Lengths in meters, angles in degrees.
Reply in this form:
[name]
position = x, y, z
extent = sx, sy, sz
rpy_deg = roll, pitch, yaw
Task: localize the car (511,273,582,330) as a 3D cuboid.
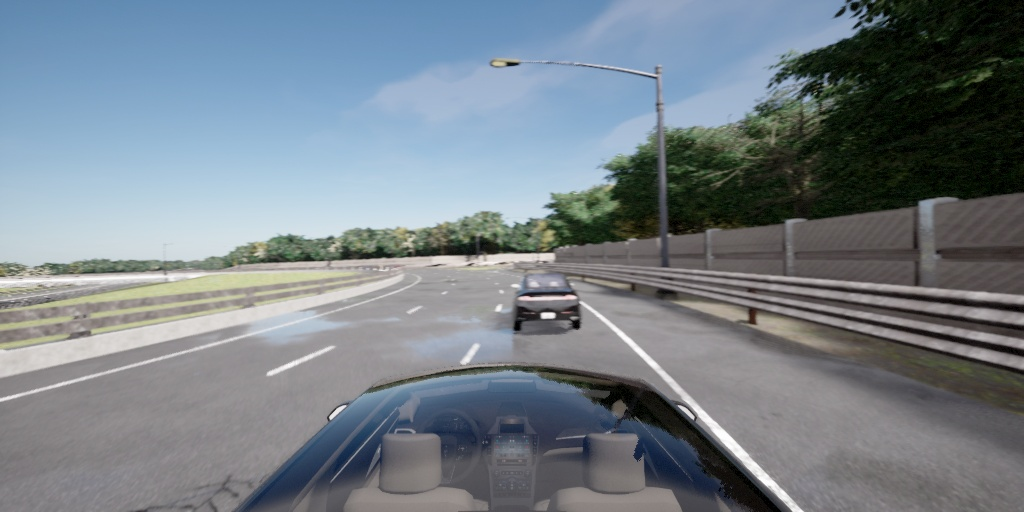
[car]
position = 1.000, 1.281, 11.286
extent = 2.128, 1.511, 4.902
rpy_deg = -2, 0, 3
